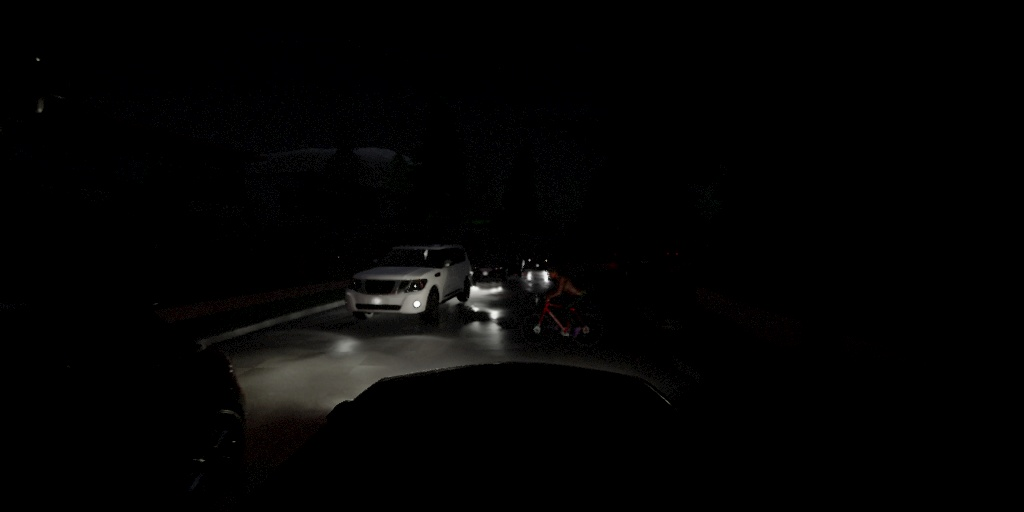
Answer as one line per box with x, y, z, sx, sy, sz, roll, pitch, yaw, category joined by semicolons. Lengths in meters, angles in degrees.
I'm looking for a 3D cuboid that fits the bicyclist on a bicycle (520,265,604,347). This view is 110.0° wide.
0.983;1.004;7.079;1.656;1.620;0.582;0;2;3;bicyclist on a bicycle

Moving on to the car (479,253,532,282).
-0.650;0.575;21.112;2.128;1.511;4.902;1;2;18;car

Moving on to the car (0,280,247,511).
-3.394;1.109;1.171;2.097;1.767;4.553;0;2;1;car

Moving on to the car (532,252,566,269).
3.017;0.372;30.579;1.895;1.301;4.718;1;2;26;car

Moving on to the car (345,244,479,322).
-2.828;0.635;11.285;2.150;2.045;5.566;0;2;8;car

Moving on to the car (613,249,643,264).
12.620;-0.006;38.846;1.882;1.535;5.008;1;2;37;car

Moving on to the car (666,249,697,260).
23.422;-0.269;49.489;5.357;1.411;2.033;-1;2;-37;car
